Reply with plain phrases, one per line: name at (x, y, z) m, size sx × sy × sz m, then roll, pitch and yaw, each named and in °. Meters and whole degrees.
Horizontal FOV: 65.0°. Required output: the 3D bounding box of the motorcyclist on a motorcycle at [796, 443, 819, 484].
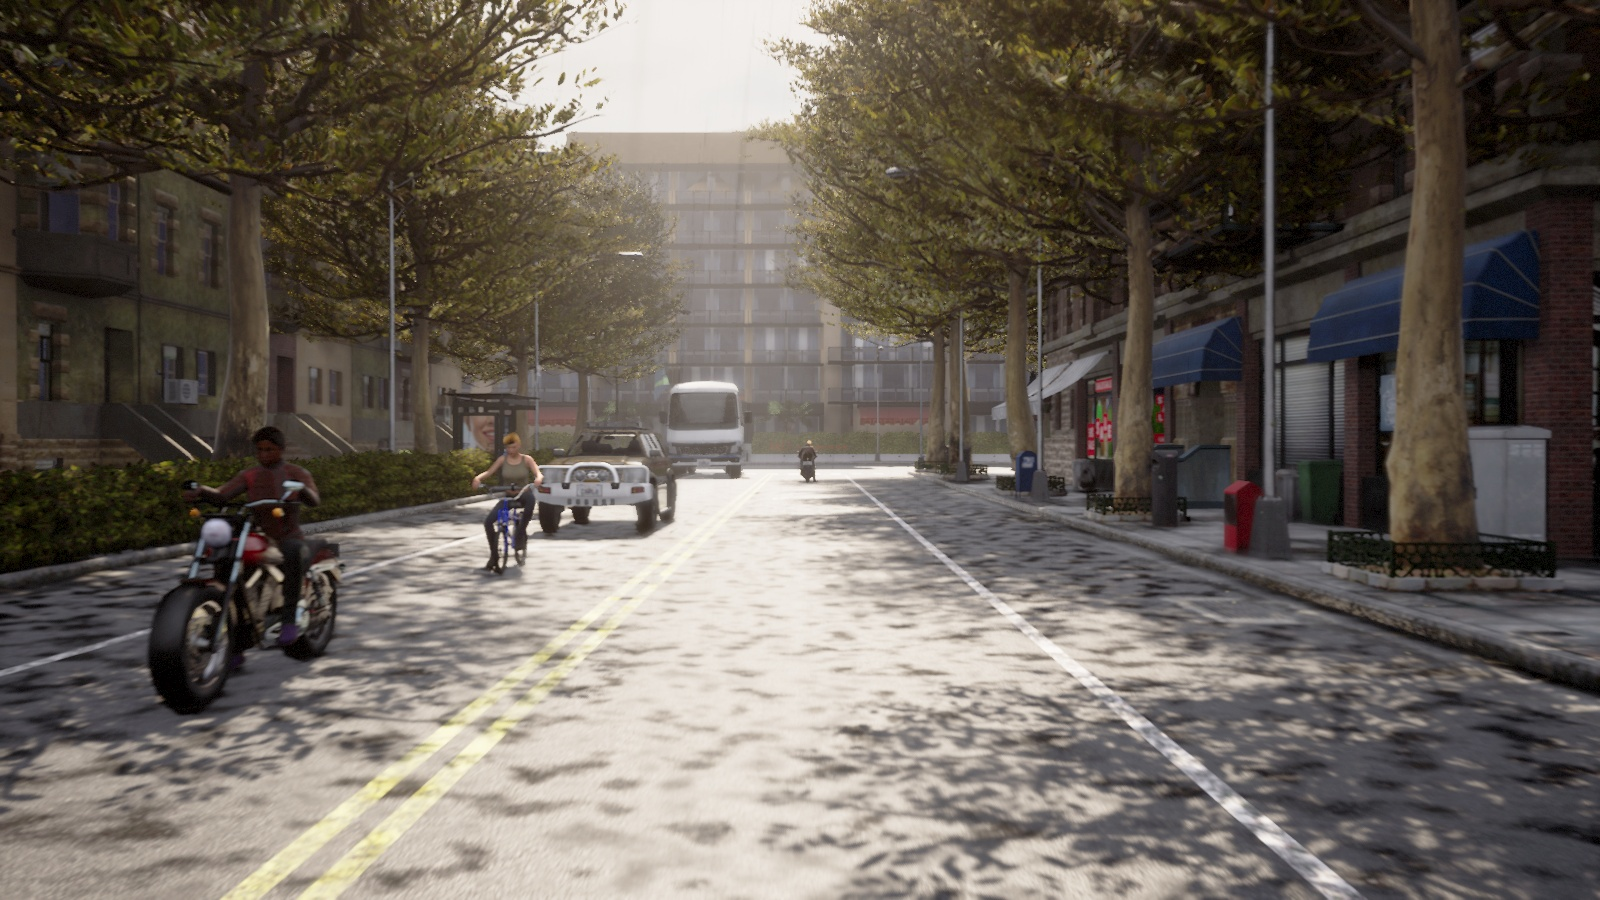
motorcyclist on a motorcycle at (0.289, 0.510, 48.247) m, size 0.866 × 1.530 × 2.191 m, roll 0°, pitch 0°, yaw 0°

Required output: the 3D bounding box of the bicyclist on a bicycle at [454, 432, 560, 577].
bicyclist on a bicycle at (-3.396, 0.597, 14.693) m, size 0.866 × 1.612 × 1.509 m, roll 0°, pitch 0°, yaw 1°

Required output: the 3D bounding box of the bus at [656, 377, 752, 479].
bus at (-4.258, -0.961, 58.128) m, size 3.944 × 4.253 × 10.273 m, roll -1°, pitch 0°, yaw -2°

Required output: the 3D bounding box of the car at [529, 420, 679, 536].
car at (-3.356, 0.434, 22.381) m, size 1.932 × 1.855 × 4.605 m, roll 0°, pitch 0°, yaw 0°

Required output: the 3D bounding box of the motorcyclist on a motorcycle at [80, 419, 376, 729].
motorcyclist on a motorcycle at (-3.440, 0.650, 7.859) m, size 0.766 × 1.649 × 2.350 m, roll 0°, pitch 0°, yaw 0°
